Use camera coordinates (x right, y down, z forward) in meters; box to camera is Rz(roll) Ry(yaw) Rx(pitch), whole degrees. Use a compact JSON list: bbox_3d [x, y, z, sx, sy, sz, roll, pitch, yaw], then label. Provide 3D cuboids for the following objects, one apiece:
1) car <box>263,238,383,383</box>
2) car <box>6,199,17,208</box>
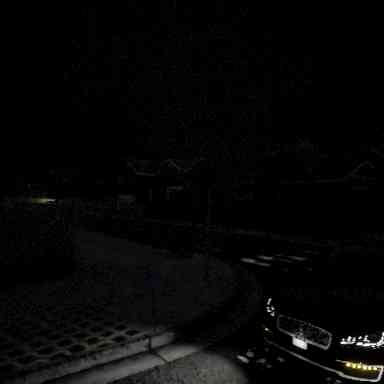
[{"bbox_3d":[3.221,1.581,5.453,4.892,1.490,1.837,1,0,-37],"label":"car"},{"bbox_3d":[-23.875,1.605,43.458,1.895,1.301,4.718,4,-3,-42],"label":"car"}]
